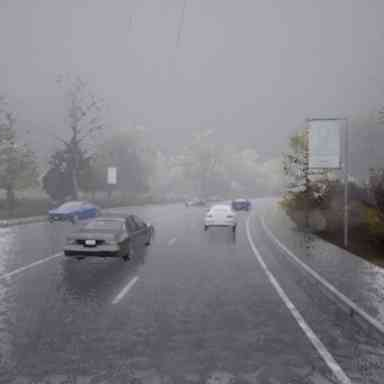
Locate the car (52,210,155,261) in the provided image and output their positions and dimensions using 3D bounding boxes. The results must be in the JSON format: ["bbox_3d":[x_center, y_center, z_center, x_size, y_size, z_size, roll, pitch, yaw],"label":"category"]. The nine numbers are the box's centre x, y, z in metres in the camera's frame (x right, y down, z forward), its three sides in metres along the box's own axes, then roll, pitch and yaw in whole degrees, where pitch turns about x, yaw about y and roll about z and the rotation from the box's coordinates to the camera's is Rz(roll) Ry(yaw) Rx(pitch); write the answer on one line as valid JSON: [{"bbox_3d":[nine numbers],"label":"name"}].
[{"bbox_3d":[-2.747,1.519,12.241,2.033,1.411,5.357,0,0,5],"label":"car"}]

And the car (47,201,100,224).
[{"bbox_3d":[-8.420,1.407,24.115,1.882,1.535,5.008,0,0,10],"label":"car"}]

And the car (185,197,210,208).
[{"bbox_3d":[0.500,1.417,45.661,2.128,1.511,4.902,0,0,19],"label":"car"}]

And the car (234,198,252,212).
[{"bbox_3d":[5.742,1.441,38.334,1.882,1.535,5.008,0,0,16],"label":"car"}]

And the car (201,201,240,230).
[{"bbox_3d":[1.857,1.501,20.684,1.812,1.442,4.674,0,0,9],"label":"car"}]

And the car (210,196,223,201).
[{"bbox_3d":[4.387,1.482,64.849,2.033,1.411,5.357,0,0,25],"label":"car"}]
